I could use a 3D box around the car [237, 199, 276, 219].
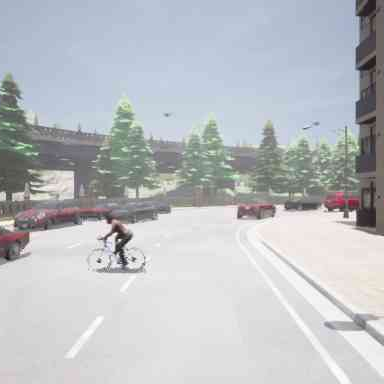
[{"bbox_3d":[5.691,1.352,28.889,2.097,1.767,4.553,0,0,34],"label":"car"}]

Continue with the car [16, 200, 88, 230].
[{"bbox_3d":[-8.957,1.352,21.046,2.097,1.767,4.553,0,0,14],"label":"car"}]

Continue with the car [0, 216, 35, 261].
[{"bbox_3d":[-6.762,1.601,9.562,1.895,1.301,4.718,0,0,3],"label":"car"}]

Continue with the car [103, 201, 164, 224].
[{"bbox_3d":[-4.262,1.506,25.107,1.837,1.490,4.892,0,0,22],"label":"car"}]

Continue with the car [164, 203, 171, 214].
[{"bbox_3d":[-3.924,1.564,33.637,1.994,1.385,4.181,0,0,33],"label":"car"}]

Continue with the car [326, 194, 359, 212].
[{"bbox_3d":[17.802,1.222,38.078,5.566,2.045,2.150,0,0,-21],"label":"car"}]

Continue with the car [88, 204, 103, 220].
[{"bbox_3d":[-7.299,1.643,27.919,1.895,1.301,4.718,0,0,23],"label":"car"}]

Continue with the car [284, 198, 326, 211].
[{"bbox_3d":[13.258,1.477,39.772,5.008,1.535,1.882,0,0,-29],"label":"car"}]

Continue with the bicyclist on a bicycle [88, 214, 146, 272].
[{"bbox_3d":[-2.132,1.454,9.332,1.656,1.620,0.582,-1,0,1],"label":"bicyclist on a bicycle"}]
